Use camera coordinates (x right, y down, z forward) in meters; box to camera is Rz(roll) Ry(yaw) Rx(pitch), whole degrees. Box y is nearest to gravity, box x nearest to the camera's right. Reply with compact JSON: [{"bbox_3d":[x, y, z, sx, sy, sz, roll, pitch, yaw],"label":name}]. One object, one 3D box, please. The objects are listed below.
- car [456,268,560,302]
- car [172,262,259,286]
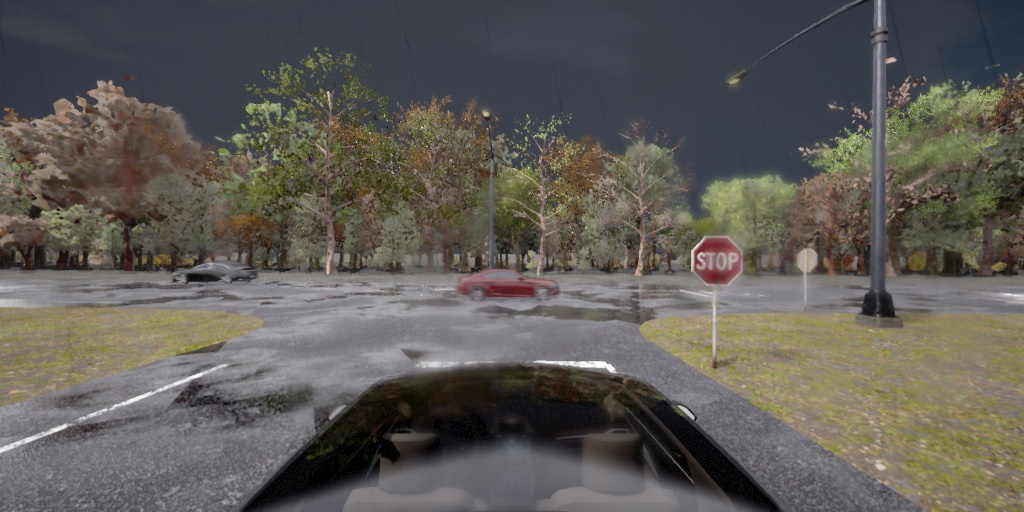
[{"bbox_3d":[-0.189,1.282,16.282,4.674,1.442,1.812,0,0,0],"label":"car"},{"bbox_3d":[-19.389,1.141,23.510,4.902,1.511,2.128,0,0,1],"label":"car"}]
